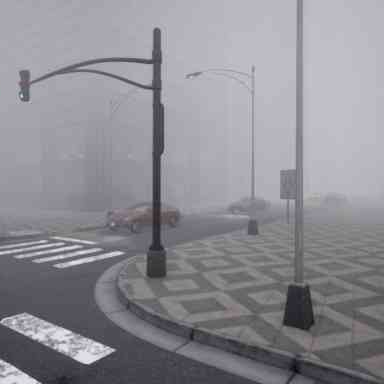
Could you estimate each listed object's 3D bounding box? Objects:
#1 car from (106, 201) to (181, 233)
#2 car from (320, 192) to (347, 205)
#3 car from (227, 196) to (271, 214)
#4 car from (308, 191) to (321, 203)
[{"bbox_3d":[-2.477,1.263,18.045,1.812,1.442,4.674,0,1,36],"label":"car"},{"bbox_3d":[17.369,0.791,40.214,1.812,1.442,4.674,0,1,36],"label":"car"},{"bbox_3d":[5.030,1.068,28.505,2.033,1.411,5.357,0,1,36],"label":"car"},{"bbox_3d":[17.350,0.666,45.529,1.882,1.535,5.008,0,1,36],"label":"car"}]
